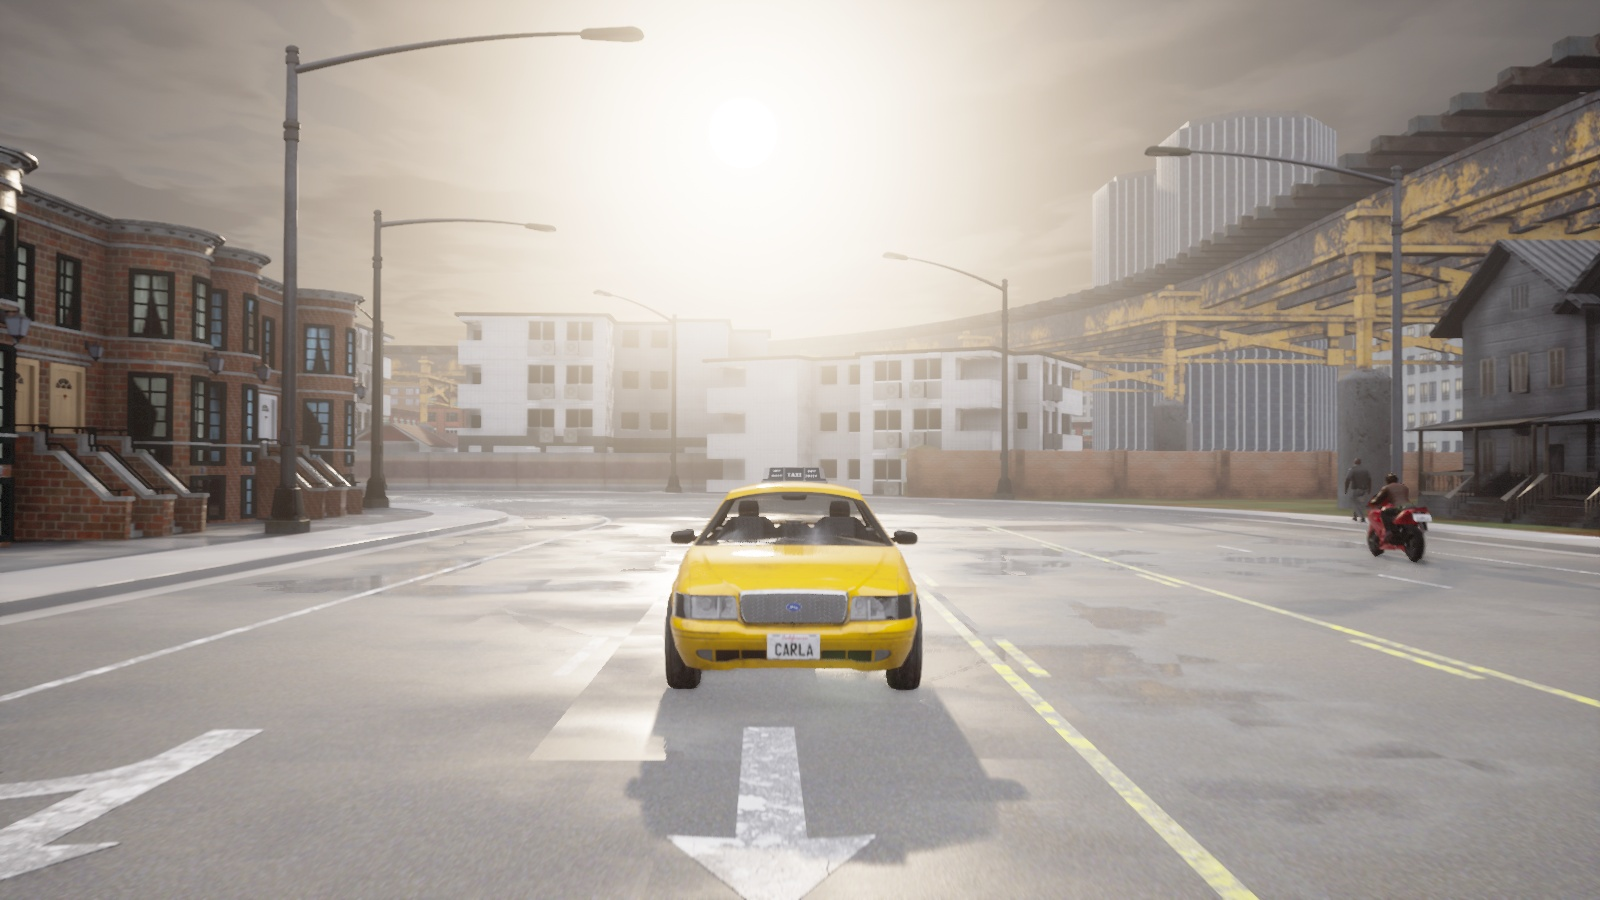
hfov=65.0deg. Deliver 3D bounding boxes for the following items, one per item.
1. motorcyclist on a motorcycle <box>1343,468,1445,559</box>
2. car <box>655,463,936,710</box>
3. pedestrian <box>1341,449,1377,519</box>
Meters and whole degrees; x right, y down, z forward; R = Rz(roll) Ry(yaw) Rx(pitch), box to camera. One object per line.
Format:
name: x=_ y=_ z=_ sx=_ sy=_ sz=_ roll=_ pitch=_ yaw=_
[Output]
motorcyclist on a motorcycle: x=10.417 y=1.087 z=22.110 sx=0.797 sy=1.523 sz=2.044 roll=0 pitch=-1 yaw=0
car: x=-0.043 y=0.912 z=10.762 sx=1.801 sy=1.575 sz=5.366 roll=0 pitch=-1 yaw=0
pedestrian: x=15.259 y=0.924 z=34.298 sx=0.563 sy=1.883 sz=0.849 roll=0 pitch=-1 yaw=-3
